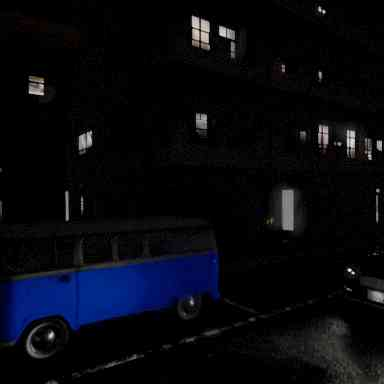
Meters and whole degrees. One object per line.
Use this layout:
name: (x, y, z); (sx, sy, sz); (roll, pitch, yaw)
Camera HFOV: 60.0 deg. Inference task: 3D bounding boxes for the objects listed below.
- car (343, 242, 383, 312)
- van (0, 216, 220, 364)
car: (5.130, 1.492, 6.961); (4.902, 1.511, 2.128); (0, 0, -35)
van: (-1.411, 1.341, 5.559); (3.998, 1.788, 1.690); (0, 0, -35)
